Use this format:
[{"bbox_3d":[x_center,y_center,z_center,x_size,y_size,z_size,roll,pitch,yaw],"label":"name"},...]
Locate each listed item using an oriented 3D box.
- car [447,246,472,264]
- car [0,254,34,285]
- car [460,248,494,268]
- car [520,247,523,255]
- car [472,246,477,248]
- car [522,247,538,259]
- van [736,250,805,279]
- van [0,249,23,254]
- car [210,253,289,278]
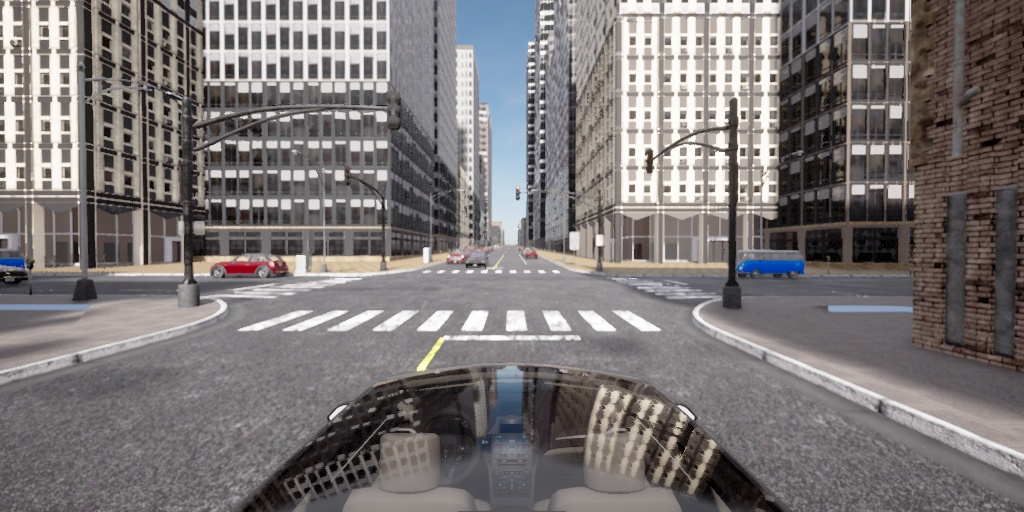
[{"bbox_3d":[-5.722,-0.013,38.004,1.967,1.591,4.097,0,0,0],"label":"car"},{"bbox_3d":[-26.118,0.730,16.783,5.357,1.411,2.033,0,1,0],"label":"car"},{"bbox_3d":[-3.027,0.291,32.114,2.033,1.411,5.357,0,2,0],"label":"car"},{"bbox_3d":[2.639,-0.668,60.537,1.751,1.417,4.829,0,0,0],"label":"car"},{"bbox_3d":[-5.732,-0.507,49.149,2.192,1.841,5.009,0,0,0],"label":"car"},{"bbox_3d":[2.649,-0.242,49.218,1.802,1.307,4.207,0,0,0],"label":"car"},{"bbox_3d":[15.963,0.513,22.525,3.998,1.789,1.690,0,0,0],"label":"van"},{"bbox_3d":[-33.457,0.433,22.591,3.998,1.789,1.690,0,0,0],"label":"van"},{"bbox_3d":[-16.511,0.556,22.569,4.097,1.591,1.967,0,0,0],"label":"car"}]
